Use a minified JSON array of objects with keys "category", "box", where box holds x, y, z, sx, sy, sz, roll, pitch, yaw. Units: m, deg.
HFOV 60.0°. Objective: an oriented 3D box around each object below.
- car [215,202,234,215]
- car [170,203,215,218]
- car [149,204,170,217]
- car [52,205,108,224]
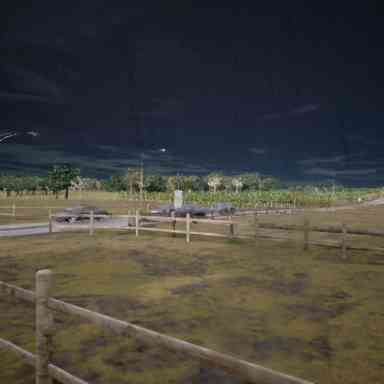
[{"category":"car","box":[4.226,2.278,47.795,2.097,1.767,4.553,1,-1,36]},{"category":"car","box":[0.144,2.039,36.964,2.097,1.767,4.553,1,-1,35]},{"category":"car","box":[-2.855,2.108,37.826,2.128,1.511,4.902,1,-1,35]},{"category":"car","box":[-9.476,1.860,28.439,1.837,1.490,4.892,1,-1,35]}]
